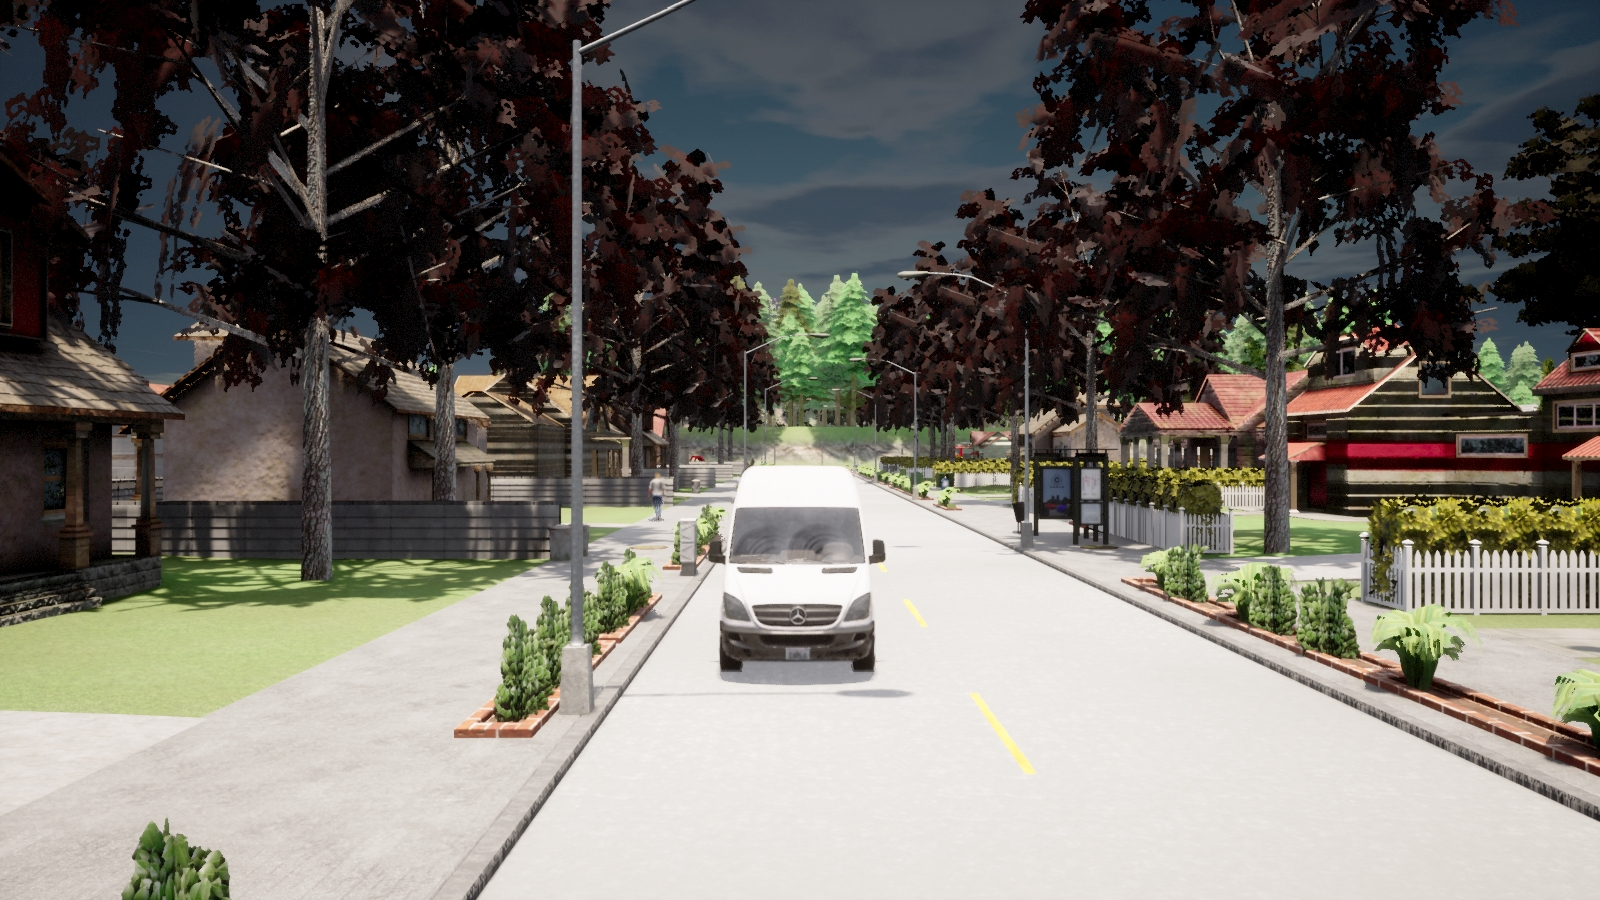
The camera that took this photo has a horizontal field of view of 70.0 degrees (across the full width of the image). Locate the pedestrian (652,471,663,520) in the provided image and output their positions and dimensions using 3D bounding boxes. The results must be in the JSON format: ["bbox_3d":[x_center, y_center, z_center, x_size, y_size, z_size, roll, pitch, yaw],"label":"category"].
[{"bbox_3d":[-5.443,1.743,43.567,0.375,1.860,0.375,0,0,2],"label":"pedestrian"}]

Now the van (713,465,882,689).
[{"bbox_3d":[-0.032,1.534,16.425,1.988,2.561,5.915,0,0,0],"label":"van"}]
